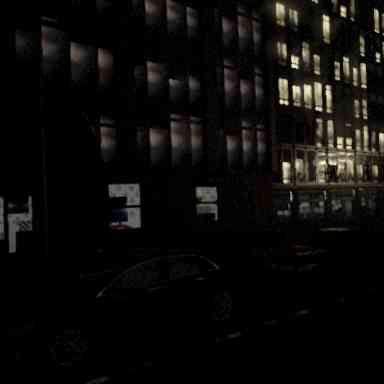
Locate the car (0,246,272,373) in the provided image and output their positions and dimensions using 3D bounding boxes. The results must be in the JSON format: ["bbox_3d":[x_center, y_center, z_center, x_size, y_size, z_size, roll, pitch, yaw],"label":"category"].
[{"bbox_3d":[-0.964,1.699,5.784,4.403,1.369,2.008,-1,-2,-34],"label":"car"}]

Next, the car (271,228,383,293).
[{"bbox_3d":[3.746,1.654,8.964,4.206,1.307,1.802,-1,-2,-34],"label":"car"}]
